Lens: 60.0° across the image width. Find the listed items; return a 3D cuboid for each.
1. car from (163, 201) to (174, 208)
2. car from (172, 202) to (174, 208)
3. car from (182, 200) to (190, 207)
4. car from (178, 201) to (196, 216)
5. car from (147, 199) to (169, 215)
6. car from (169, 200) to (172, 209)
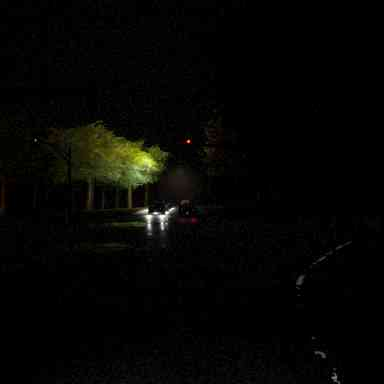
[{"bbox_3d":[-4.779,2.566,68.247,1.895,1.301,4.718,0,-2,-1],"label":"car"},{"bbox_3d":[-4.607,2.073,58.017,2.097,1.767,4.553,0,-1,-1],"label":"car"},{"bbox_3d":[-1.559,2.824,80.652,1.882,1.535,5.008,0,-2,-1],"label":"car"},{"bbox_3d":[-0.532,1.939,36.723,1.895,1.301,4.718,0,-1,-2],"label":"car"},{"bbox_3d":[-4.196,1.902,40.092,1.837,1.490,4.892,0,-1,-1],"label":"car"},{"bbox_3d":[-4.405,2.079,49.085,1.812,1.442,4.674,0,-1,-1],"label":"car"}]
